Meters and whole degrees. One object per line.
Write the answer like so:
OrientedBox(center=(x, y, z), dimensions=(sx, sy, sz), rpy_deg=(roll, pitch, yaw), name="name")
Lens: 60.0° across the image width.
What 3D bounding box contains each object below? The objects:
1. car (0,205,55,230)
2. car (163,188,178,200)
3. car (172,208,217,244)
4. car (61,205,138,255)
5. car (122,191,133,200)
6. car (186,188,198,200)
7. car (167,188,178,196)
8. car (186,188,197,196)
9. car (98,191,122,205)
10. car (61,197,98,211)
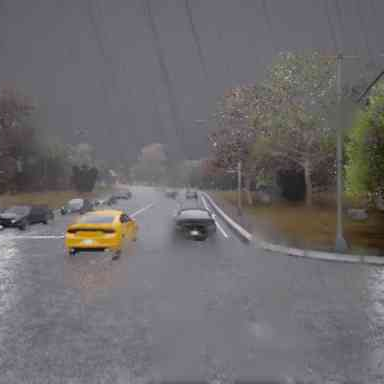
OrientedBox(center=(-10.615, 1.524, 21.145), dimensions=(2.033, 1.411, 5.357), rpy_deg=(0, 1, 1), name="car")
OrientedBox(center=(-3.509, 0.371, 53.063), dimensions=(1.837, 1.490, 4.892), rpy_deg=(0, 3, 0), name="car")
OrientedBox(center=(0.109, 1.487, 15.817), dimensions=(1.882, 1.535, 5.008), rpy_deg=(0, 0, 0), name="car")
OrientedBox(center=(-3.402, 1.488, 13.418), dimensions=(1.882, 1.535, 5.008), rpy_deg=(0, 0, 0), name="car")
OrientedBox(center=(-10.509, 0.481, 51.684), dimensions=(2.033, 1.411, 5.357), rpy_deg=(0, 3, 0), name="car")
OrientedBox(center=(-0.009, 0.376, 52.679), dimensions=(2.128, 1.511, 4.902), rpy_deg=(0, 3, 0), name="car")
OrientedBox(center=(-3.630, -0.061, 63.122), dimensions=(1.994, 1.385, 4.181), rpy_deg=(0, 3, -3), name="car")
OrientedBox(center=(-0.129, -0.055, 63.109), dimensions=(1.994, 1.385, 4.181), rpy_deg=(0, 3, -3), name="car")
OrientedBox(center=(-10.548, 0.931, 41.113), dimensions=(2.128, 1.511, 4.902), rpy_deg=(0, 3, 1), name="car")
OrientedBox(center=(-10.589, 1.319, 31.016), dimensions=(1.812, 1.442, 4.674), rpy_deg=(0, 2, 0), name="car")
